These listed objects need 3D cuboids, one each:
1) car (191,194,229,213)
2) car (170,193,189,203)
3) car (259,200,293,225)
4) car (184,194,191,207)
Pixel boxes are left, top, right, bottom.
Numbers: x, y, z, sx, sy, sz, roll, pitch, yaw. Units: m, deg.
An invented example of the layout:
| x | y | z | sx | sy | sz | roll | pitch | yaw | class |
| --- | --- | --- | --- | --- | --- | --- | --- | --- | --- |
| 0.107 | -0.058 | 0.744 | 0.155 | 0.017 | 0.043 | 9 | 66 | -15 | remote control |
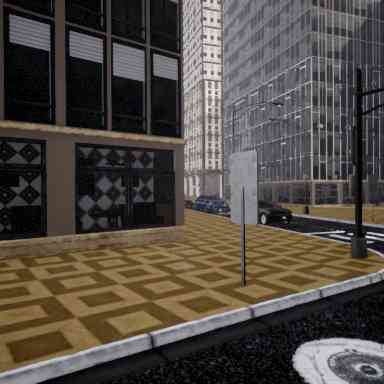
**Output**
| x | y | z | sx | sy | sz | roll | pitch | yaw | class |
| --- | --- | --- | --- | --- | --- | --- | --- | --- | --- |
| 1.839 | 1.020 | 31.929 | 2.097 | 1.767 | 4.553 | -1 | 1 | -19 | car |
| -2.054 | 0.877 | 52.768 | 1.812 | 1.442 | 4.674 | -1 | 1 | -19 | car |
| 4.888 | 1.278 | 22.856 | 1.882 | 1.535 | 5.008 | -1 | 1 | -19 | car |
| -1.315 | 1.094 | 41.349 | 1.994 | 1.385 | 4.181 | -1 | 1 | -18 | car |
